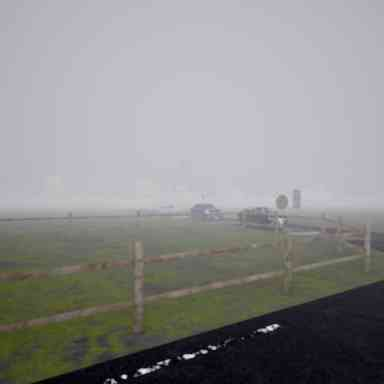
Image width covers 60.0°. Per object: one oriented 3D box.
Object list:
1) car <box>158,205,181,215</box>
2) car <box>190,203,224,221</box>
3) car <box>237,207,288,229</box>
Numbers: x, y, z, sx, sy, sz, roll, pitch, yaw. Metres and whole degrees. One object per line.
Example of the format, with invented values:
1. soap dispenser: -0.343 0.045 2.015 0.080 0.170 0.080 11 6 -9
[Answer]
1. car: -3.036 2.451 44.725 1.895 1.301 4.718 1 -2 -23
2. car: 1.483 1.972 34.303 2.097 1.767 4.553 1 -2 -23
3. car: 5.311 1.916 25.465 2.128 1.511 4.902 1 -2 -23
